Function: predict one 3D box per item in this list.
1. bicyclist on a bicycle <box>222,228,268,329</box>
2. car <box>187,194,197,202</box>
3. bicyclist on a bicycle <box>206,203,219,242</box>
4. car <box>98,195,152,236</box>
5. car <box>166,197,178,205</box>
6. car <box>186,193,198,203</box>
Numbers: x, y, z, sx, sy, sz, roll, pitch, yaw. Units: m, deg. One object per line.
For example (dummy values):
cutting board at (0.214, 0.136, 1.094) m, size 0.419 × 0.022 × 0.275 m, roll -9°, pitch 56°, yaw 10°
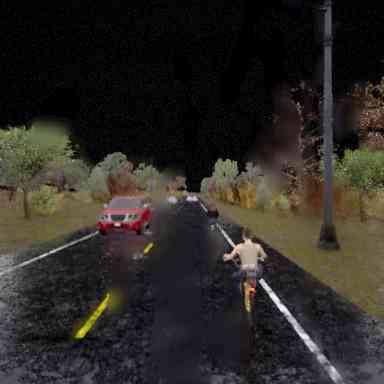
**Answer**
bicyclist on a bicycle at (0.982, 1.436, 5.983) m, size 0.866 × 1.612 × 1.509 m, roll 0°, pitch 0°, yaw 0°
car at (0.003, 1.437, 79.134) m, size 2.097 × 1.767 × 4.553 m, roll 0°, pitch 0°, yaw 0°
bicyclist on a bicycle at (0.960, 1.372, 15.509) m, size 0.659 × 1.776 × 1.843 m, roll 0°, pitch 0°, yaw 0°
car at (-3.601, 1.225, 18.842) m, size 2.150 × 2.045 × 5.566 m, roll 0°, pitch 0°, yaw 0°
car at (-3.558, 1.571, 59.287) m, size 1.812 × 1.442 × 4.674 m, roll 0°, pitch 0°, yaw 0°
car at (0.001, 1.286, 69.245) m, size 2.150 × 2.045 × 5.566 m, roll 0°, pitch 0°, yaw 0°
